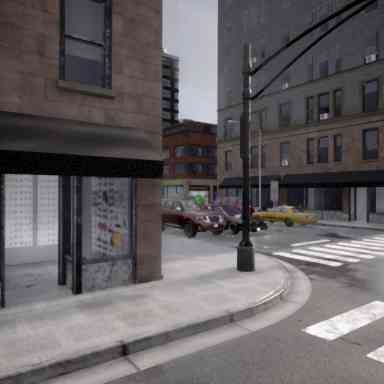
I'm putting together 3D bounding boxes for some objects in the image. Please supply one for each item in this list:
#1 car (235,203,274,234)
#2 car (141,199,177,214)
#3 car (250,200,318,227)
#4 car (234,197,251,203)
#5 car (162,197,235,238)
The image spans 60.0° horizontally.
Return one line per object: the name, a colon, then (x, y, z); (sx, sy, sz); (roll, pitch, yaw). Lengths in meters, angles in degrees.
car: (1.796, 1.528, 19.250); (2.033, 1.411, 5.357); (0, 0, -38)
car: (-3.685, 1.530, 36.431); (1.887, 1.381, 4.507); (0, 0, -36)
car: (6.115, 1.529, 22.703); (1.752, 1.417, 4.829); (0, 0, -36)
car: (2.915, 1.313, 27.187); (2.192, 1.841, 5.009); (0, 0, -36)
car: (-0.322, 1.285, 17.909); (2.192, 1.841, 5.009); (0, 0, -36)
